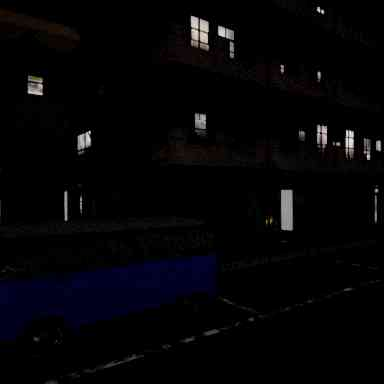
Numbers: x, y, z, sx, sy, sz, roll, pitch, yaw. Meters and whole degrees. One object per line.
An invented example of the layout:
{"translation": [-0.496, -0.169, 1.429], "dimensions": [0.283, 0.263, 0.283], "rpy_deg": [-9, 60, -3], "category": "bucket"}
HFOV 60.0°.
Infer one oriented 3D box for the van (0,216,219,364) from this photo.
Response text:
{"translation": [-1.424, 1.341, 5.554], "dimensions": [3.998, 1.788, 1.690], "rpy_deg": [0, 0, -36], "category": "van"}
